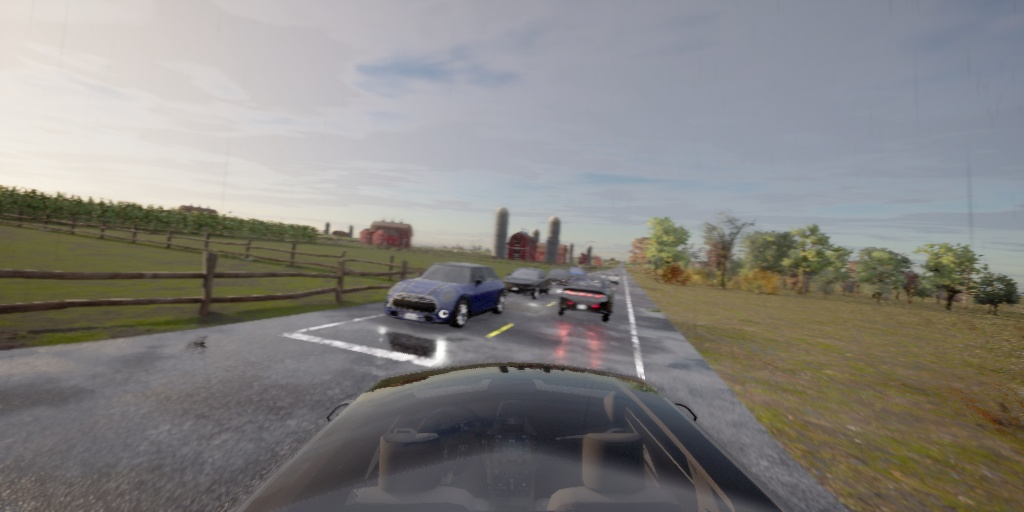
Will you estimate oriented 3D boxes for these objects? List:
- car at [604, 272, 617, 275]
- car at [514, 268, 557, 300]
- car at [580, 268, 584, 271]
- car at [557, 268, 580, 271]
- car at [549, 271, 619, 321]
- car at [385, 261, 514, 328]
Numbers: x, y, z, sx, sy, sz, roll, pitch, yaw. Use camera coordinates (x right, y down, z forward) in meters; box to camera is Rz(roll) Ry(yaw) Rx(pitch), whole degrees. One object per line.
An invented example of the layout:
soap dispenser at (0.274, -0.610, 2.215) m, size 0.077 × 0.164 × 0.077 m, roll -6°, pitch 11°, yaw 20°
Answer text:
car at (10.941, 2.509, 40.003) m, size 1.895 × 1.301 × 4.718 m, roll 5°, pitch 0°, yaw 18°
car at (0.890, 1.392, 19.650) m, size 1.882 × 1.535 × 5.008 m, roll 5°, pitch 0°, yaw 17°
car at (7.100, 2.038, 39.604) m, size 1.882 × 1.535 × 5.008 m, roll 5°, pitch 0°, yaw 18°
car at (3.965, 1.782, 29.621) m, size 2.033 × 1.411 × 5.357 m, roll 5°, pitch 0°, yaw 17°
car at (3.119, 1.583, 14.458) m, size 2.128 × 1.511 × 4.902 m, roll 5°, pitch 0°, yaw 18°
car at (-1.784, 0.988, 11.094) m, size 2.097 × 1.767 × 4.553 m, roll 5°, pitch 0°, yaw 18°
